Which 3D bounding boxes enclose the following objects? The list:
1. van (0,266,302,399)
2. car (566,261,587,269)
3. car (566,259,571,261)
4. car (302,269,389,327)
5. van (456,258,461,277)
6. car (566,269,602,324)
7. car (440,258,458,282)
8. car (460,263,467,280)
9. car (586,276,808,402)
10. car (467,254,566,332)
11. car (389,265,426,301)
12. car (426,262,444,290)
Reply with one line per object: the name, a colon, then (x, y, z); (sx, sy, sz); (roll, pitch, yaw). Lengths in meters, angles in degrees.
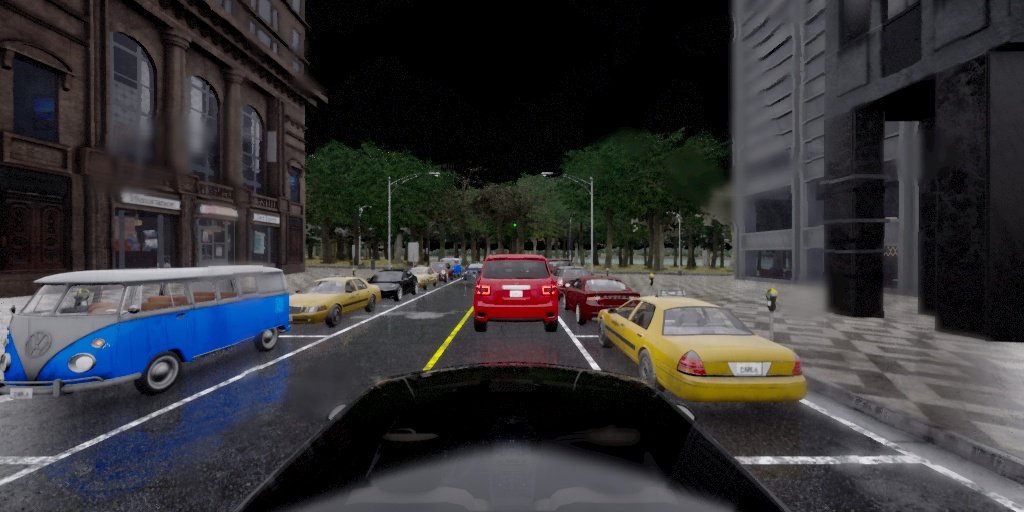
van: (-5.763, 1.090, 6.311); (1.690, 1.789, 3.998); (0, 0, 0)
car: (2.763, 1.191, 17.185); (1.967, 1.591, 4.097); (0, 0, 0)
car: (2.763, 1.067, 22.623); (2.192, 1.841, 5.009); (0, 0, 0)
car: (-5.763, 1.275, 11.579); (1.751, 1.417, 4.829); (0, 0, 0)
van: (-5.761, 1.095, 33.499); (1.690, 1.789, 3.998); (0, 0, 0)
car: (2.763, 1.295, 11.748); (1.888, 1.381, 4.507); (0, 0, 0)
car: (-5.762, 1.193, 28.061); (1.967, 1.591, 4.097); (0, 0, 0)
car: (-2.999, 1.300, 30.883); (1.812, 1.442, 4.674); (0, 0, 0)
car: (2.762, 1.275, 6.480); (1.751, 1.417, 4.829); (0, 0, 0)
car: (0.103, 0.972, 11.006); (2.150, 2.045, 5.566); (0, 0, 0)
car: (-5.762, 1.316, 17.186); (1.948, 1.339, 4.313); (0, 0, 0)
car: (-5.762, 1.277, 22.454); (1.751, 1.417, 4.829); (0, 0, 0)
